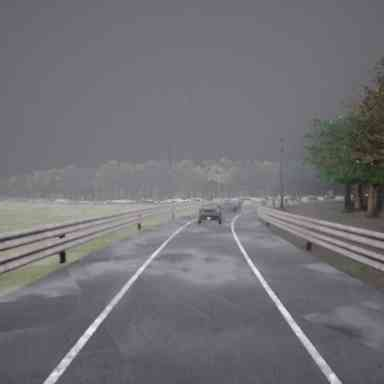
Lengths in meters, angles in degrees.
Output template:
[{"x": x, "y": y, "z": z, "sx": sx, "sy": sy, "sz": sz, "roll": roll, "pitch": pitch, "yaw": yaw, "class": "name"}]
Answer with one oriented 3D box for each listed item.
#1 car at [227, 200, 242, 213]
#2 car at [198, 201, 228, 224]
[{"x": 5.090, "y": 1.813, "z": 42.048, "sx": 2.128, "sy": 1.511, "sz": 4.902, "roll": 0, "pitch": 0, "yaw": 18, "class": "car"}, {"x": 1.649, "y": 1.752, "z": 27.168, "sx": 1.837, "sy": 1.490, "sz": 4.892, "roll": 0, "pitch": -1, "yaw": 10, "class": "car"}]
